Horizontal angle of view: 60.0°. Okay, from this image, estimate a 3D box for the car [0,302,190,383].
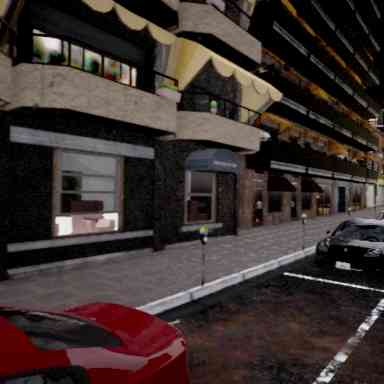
[{"bbox_3d":[-1.884,1.506,1.663,1.887,1.381,4.507,2,1,40],"label":"car"}]

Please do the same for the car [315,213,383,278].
[{"bbox_3d":[5.286,1.515,10.188,1.947,1.339,4.313,2,1,40],"label":"car"}]

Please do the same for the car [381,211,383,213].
[{"bbox_3d":[8.871,1.495,14.450,2.008,1.369,4.403,2,1,40],"label":"car"}]
